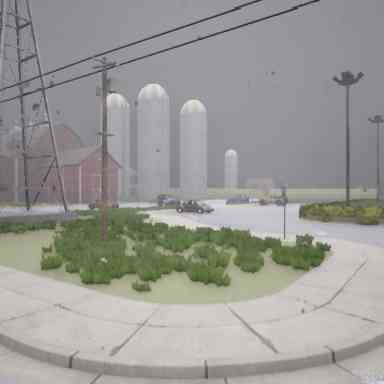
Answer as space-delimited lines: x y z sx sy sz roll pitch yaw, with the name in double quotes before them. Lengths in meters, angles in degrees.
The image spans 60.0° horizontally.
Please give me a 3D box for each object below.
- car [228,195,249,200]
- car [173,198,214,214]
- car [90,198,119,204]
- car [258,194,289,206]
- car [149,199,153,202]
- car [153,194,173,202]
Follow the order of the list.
"car" 10.127 1.478 72.348 4.611 1.667 2.242 0 0 35
"car" 0.317 1.517 34.716 3.905 1.438 1.784 0 0 35
"car" -10.926 1.503 41.083 4.193 1.474 1.816 0 0 35
"car" 13.005 1.307 53.273 4.605 1.855 1.932 0 0 35
"car" -6.100 1.519 62.355 2.128 1.511 4.902 0 0 34
"car" -3.694 1.310 52.476 3.866 1.878 1.905 0 0 35
